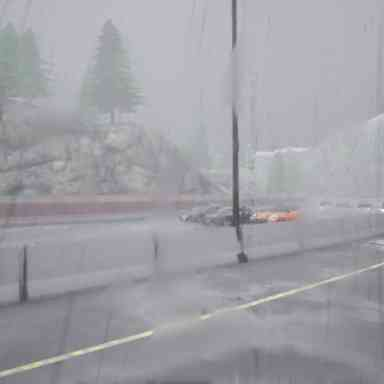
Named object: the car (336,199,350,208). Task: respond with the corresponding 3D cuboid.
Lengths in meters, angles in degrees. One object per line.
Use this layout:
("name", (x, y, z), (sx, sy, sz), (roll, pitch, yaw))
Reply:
("car", (26.975, 2.066, 59.310), (1.812, 1.442, 4.674), (-1, -1, 31))

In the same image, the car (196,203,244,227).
("car", (2.871, 1.787, 24.393), (4.892, 1.490, 1.837), (0, -1, -42))

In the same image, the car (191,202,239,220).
("car", (2.399, 1.875, 33.540), (5.008, 1.535, 1.882), (0, -1, -45))

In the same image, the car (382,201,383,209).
("car", (32.323, 1.950, 54.600), (2.128, 1.511, 4.902), (-1, -1, 31))

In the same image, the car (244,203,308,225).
("car", (5.917, 1.591, 22.459), (4.553, 1.767, 2.097), (0, -1, -43))

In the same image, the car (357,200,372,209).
("car", (29.235, 2.051, 56.247), (1.994, 1.385, 4.181), (-1, -1, 32))

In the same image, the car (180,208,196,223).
("car", (1.163, 1.824, 27.576), (4.902, 1.511, 2.128), (0, -1, -43))

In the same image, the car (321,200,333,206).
("car", (27.022, 2.179, 66.638), (1.895, 1.301, 4.718), (-1, -1, 29))
